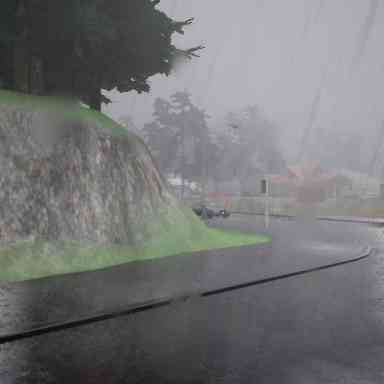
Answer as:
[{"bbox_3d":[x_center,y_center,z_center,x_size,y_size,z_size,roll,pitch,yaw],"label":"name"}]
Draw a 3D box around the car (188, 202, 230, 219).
[{"bbox_3d":[1.422,1.564,29.400,1.994,1.385,4.181,0,0,-35],"label":"car"}]
